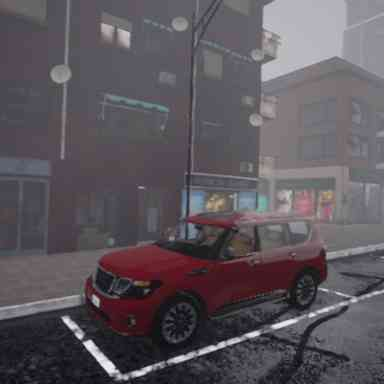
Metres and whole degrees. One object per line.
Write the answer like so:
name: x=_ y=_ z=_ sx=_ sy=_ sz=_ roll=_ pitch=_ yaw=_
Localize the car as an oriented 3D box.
car: x=0.603 y=1.357 z=6.493 sx=5.009 sy=1.841 sz=2.192 roll=1 pitch=1 yaw=-35
